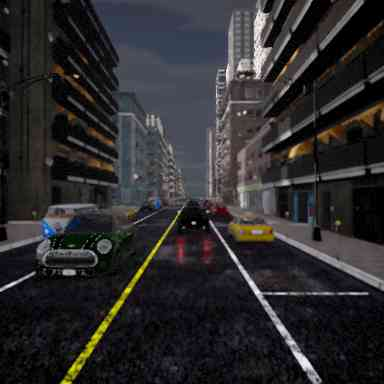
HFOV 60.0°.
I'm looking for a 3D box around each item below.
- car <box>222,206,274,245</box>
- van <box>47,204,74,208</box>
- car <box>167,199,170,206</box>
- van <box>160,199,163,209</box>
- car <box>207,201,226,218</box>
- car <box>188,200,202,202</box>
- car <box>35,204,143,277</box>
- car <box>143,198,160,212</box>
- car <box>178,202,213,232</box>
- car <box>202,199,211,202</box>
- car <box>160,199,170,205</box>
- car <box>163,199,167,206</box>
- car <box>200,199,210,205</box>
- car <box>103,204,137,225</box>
[{"bbox_3d":[2.698,1.645,16.119,1.752,1.417,4.829,0,0,0],"label":"car"},{"bbox_3d":[-5.682,1.460,15.962,1.690,1.788,3.998,1,0,0],"label":"van"},{"bbox_3d":[-5.687,2.068,65.670,1.947,1.339,4.313,0,0,0],"label":"car"},{"bbox_3d":[-5.684,1.713,49.103,1.690,1.788,3.998,0,0,0],"label":"van"},{"bbox_3d":[2.696,1.825,32.519,1.802,1.307,4.206,0,0,0],"label":"car"},{"bbox_3d":[0.098,1.843,44.771,1.837,1.490,4.892,0,0,0],"label":"car"},{"bbox_3d":[-3.067,1.430,10.567,2.097,1.767,4.553,0,0,0],"label":"car"},{"bbox_3d":[-5.686,1.894,43.577,1.947,1.339,4.313,0,0,0],"label":"car"},{"bbox_3d":[0.097,1.638,21.496,1.882,1.535,5.008,0,-1,0],"label":"car"},{"bbox_3d":[2.695,1.873,43.565,1.887,1.381,4.507,0,0,0],"label":"car"},{"bbox_3d":[-5.687,2.128,71.193,1.802,1.307,4.206,0,0,0],"label":"car"},{"bbox_3d":[-5.686,1.959,54.624,1.887,1.381,4.507,0,0,0],"label":"car"},{"bbox_3d":[2.694,2.112,71.182,1.947,1.339,4.313,0,0,0],"label":"car"},{"bbox_3d":[-5.684,1.726,26.838,1.752,1.417,4.829,0,0,0],"label":"car"}]
